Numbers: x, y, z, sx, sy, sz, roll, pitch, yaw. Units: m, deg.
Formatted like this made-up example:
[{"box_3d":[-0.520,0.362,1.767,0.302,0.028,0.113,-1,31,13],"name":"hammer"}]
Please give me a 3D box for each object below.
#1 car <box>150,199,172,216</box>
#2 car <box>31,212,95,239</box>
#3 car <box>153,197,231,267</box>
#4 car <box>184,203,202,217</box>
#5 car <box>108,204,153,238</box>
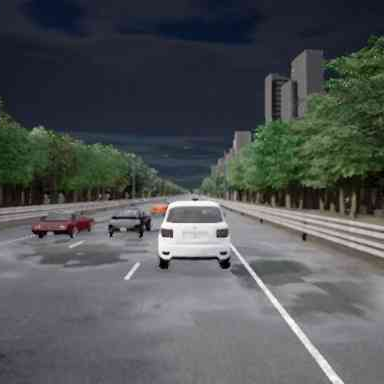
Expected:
[{"box_3d":[-3.427,1.700,37.512,2.097,1.767,4.553,0,-1,0],"name":"car"},{"box_3d":[-6.914,1.766,18.476,1.895,1.301,4.718,0,-1,0],"name":"car"},{"box_3d":[0.081,1.329,11.895,2.150,2.045,5.566,0,0,0],"name":"car"},{"box_3d":[0.075,1.942,36.909,1.895,1.301,4.718,0,-1,0],"name":"car"},{"box_3d":[-3.415,1.662,18.954,2.128,1.511,4.902,0,0,0],"name":"car"}]
